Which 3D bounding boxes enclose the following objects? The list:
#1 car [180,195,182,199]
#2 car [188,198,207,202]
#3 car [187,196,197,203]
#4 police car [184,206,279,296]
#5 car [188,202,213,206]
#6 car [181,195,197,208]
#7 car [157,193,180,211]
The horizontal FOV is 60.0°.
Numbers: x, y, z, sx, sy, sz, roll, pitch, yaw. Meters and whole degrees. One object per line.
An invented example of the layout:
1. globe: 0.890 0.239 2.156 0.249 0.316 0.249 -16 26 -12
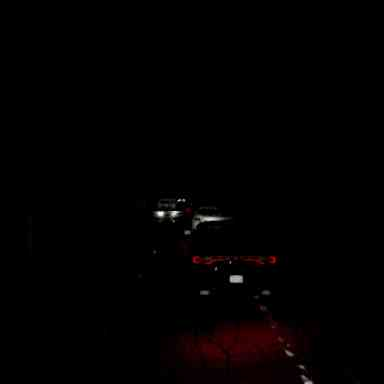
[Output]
1. car: -2.822 1.520 95.187 1.895 1.301 4.718 0 0 0
2. car: 0.806 1.452 24.634 1.837 1.490 4.892 0 0 0
3. car: -0.049 1.510 65.188 1.895 1.301 4.718 0 0 0
4. police car: 0.818 1.404 8.744 1.930 1.638 5.238 0 0 0
5. car: 0.811 1.484 18.634 1.812 1.442 4.674 0 0 0
6. car: 0.003 1.409 46.107 2.128 1.511 4.902 0 0 0
7. car: -2.879 1.145 40.067 2.150 2.045 5.566 0 0 0
